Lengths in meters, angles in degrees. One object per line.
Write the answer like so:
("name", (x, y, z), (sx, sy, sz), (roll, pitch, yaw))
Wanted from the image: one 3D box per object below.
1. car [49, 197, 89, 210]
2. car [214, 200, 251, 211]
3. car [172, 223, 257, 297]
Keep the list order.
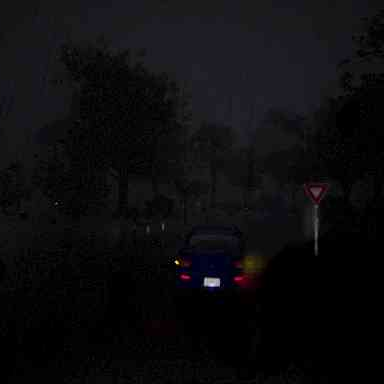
("car", (-15.421, 1.415, 41.845), (4.553, 1.767, 2.097), (0, 0, -42))
("car", (4.906, 1.662, 41.121), (1.895, 1.301, 4.718), (0, 0, -41))
("car", (0.640, 1.538, 8.581), (1.812, 1.442, 4.674), (0, 0, 6))
